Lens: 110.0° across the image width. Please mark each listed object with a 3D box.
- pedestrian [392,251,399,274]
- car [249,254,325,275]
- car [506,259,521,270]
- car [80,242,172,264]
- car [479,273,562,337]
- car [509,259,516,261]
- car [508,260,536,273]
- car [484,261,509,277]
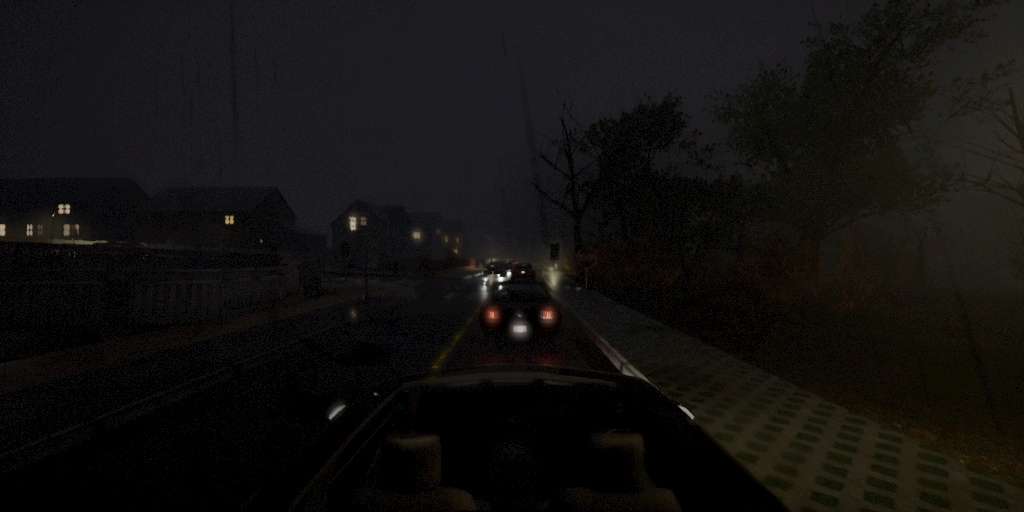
[{"bbox_3d":[-9.172,0.487,28.294,0.375,1.860,0.375,0,-3,1],"label":"pedestrian"},{"bbox_3d":[-14.272,0.604,22.532,4.674,1.442,1.812,3,0,1],"label":"car"},{"bbox_3d":[0.281,1.280,56.719,1.882,1.535,5.008,0,0,7],"label":"car"},{"bbox_3d":[-24.273,-0.044,22.739,4.553,1.767,2.097,3,0,1],"label":"car"},{"bbox_3d":[0.215,1.336,10.191,1.895,1.301,4.718,0,0,1],"label":"car"},{"bbox_3d":[-0.832,1.314,45.780,1.994,1.385,4.181,0,0,5],"label":"car"},{"bbox_3d":[1.011,1.285,30.894,1.994,1.385,4.181,0,0,3],"label":"car"},{"bbox_3d":[-1.619,1.251,35.819,1.812,1.442,4.674,0,0,4],"label":"car"}]
